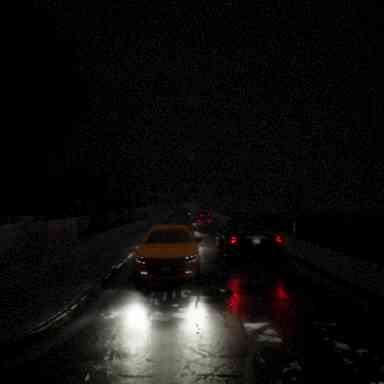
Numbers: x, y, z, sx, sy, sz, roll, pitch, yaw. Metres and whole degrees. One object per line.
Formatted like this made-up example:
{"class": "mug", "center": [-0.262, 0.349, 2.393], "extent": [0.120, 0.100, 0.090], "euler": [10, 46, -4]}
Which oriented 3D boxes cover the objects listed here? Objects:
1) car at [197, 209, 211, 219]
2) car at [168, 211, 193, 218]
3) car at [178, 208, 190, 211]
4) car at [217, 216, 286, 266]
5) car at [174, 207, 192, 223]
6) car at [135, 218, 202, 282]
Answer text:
{"class": "car", "center": [1.754, 3.168, 48.831], "extent": [1.812, 1.442, 4.674], "euler": [-1, -2, -1]}
{"class": "car", "center": [-0.851, 2.233, 21.524], "extent": [1.882, 1.535, 5.008], "euler": [-1, -2, -1]}
{"class": "car", "center": [-0.968, 2.592, 31.590], "extent": [2.128, 1.511, 4.902], "euler": [-1, -2, -1]}
{"class": "car", "center": [2.194, 1.787, 13.507], "extent": [2.097, 1.767, 4.553], "euler": [-1, -2, -1]}
{"class": "car", "center": [-1.058, 2.792, 41.552], "extent": [2.097, 1.767, 4.553], "euler": [-1, -2, 0]}
{"class": "car", "center": [-0.729, 1.884, 11.370], "extent": [1.882, 1.535, 5.008], "euler": [-1, -2, -1]}
